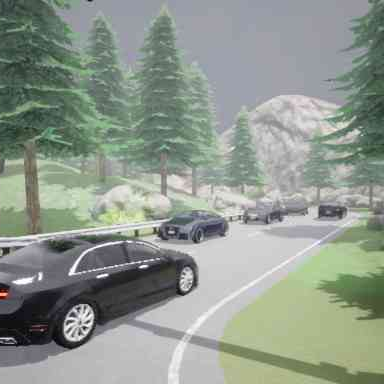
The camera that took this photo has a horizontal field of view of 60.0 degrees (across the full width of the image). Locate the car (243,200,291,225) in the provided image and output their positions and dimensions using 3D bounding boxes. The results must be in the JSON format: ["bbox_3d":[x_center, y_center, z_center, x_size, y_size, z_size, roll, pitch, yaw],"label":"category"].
[{"bbox_3d":[5.391,1.506,24.675,2.128,1.511,4.902,0,0,32],"label":"car"}]

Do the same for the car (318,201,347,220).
[{"bbox_3d":[12.350,1.550,29.135,1.882,1.535,5.008,0,-1,31],"label":"car"}]

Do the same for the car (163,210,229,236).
[{"bbox_3d":[0.153,1.573,16.222,1.994,1.385,4.181,0,0,32],"label":"car"}]

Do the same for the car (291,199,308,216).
[{"bbox_3d":[10.550,1.525,33.495,1.837,1.490,4.892,0,0,25],"label":"car"}]

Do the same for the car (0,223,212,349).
[{"bbox_3d":[-1.659,1.575,6.465,1.837,1.490,4.892,0,-2,32],"label":"car"}]
